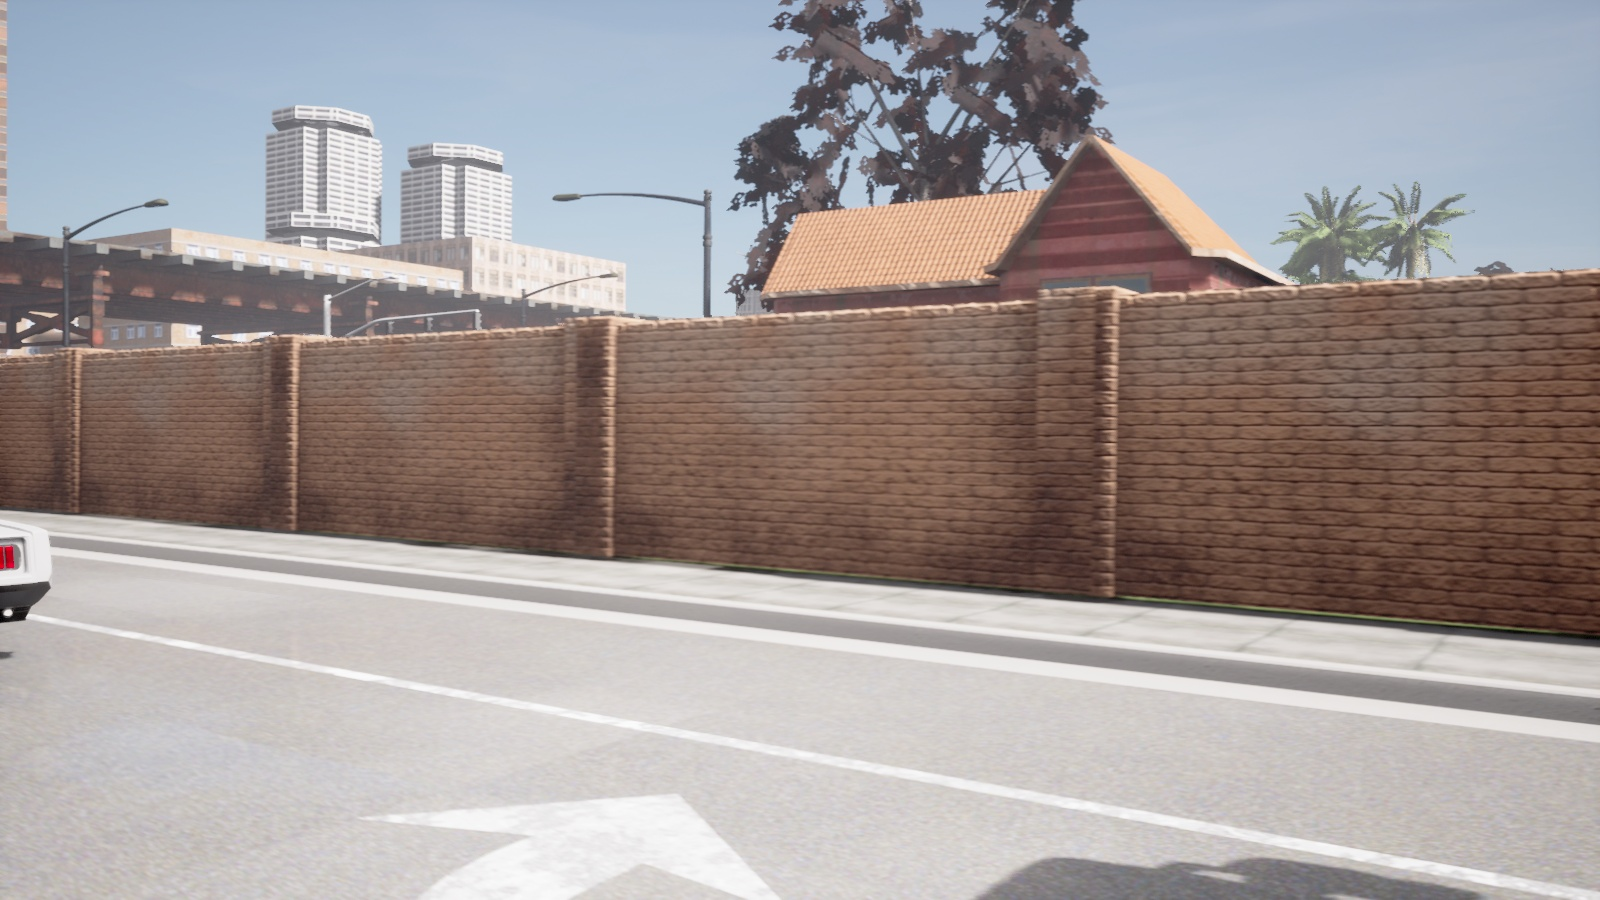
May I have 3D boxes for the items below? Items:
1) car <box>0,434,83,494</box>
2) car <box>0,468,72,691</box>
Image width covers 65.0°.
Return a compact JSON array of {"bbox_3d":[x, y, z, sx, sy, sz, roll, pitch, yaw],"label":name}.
[{"bbox_3d":[-23.108,0.389,35.132,2.033,1.649,4.856,0,1,34],"label":"car"},{"bbox_3d":[-6.997,0.782,8.274,4.718,1.301,1.895,0,1,34],"label":"car"}]
